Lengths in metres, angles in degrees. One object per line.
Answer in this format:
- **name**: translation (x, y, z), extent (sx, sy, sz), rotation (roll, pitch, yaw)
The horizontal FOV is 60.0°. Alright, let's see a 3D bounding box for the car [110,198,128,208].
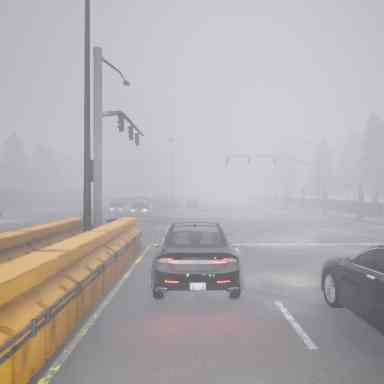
- **car**: translation (-10.651, 1.547, 49.236), extent (2.033, 1.411, 5.357), rotation (0, 0, 0)

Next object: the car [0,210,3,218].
- **car**: translation (-17.182, 1.564, 25.978), extent (4.181, 1.385, 1.994), rotation (0, 0, -9)

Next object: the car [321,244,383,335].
- **car**: translation (3.596, 1.505, 5.027), extent (1.837, 1.490, 4.892), rotation (0, 0, 0)

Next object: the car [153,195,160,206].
- **car**: translation (-7.149, 1.547, 56.022), extent (2.033, 1.411, 5.357), rotation (0, 0, 0)

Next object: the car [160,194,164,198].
- **car**: translation (-7.108, 1.526, 65.836), extent (1.812, 1.442, 4.674), rotation (0, 0, 0)

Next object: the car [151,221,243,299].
- **car**: translation (0.075, 1.492, 8.440), extent (2.128, 1.511, 4.902), rotation (0, 0, -1)

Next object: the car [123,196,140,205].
- **car**: translation (-10.641, 1.491, 59.022), extent (2.128, 1.511, 4.902), rotation (0, 0, 0)

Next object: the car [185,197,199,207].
- **car**: translation (0.068, 1.525, 51.299), extent (1.812, 1.442, 4.674), rotation (0, 0, 0)

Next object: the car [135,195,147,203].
- **car**: translation (-10.575, 1.478, 69.111), extent (1.882, 1.535, 5.008), rotation (0, 0, 0)

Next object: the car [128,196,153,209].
- **car**: translation (-7.149, 1.352, 46.548), extent (2.097, 1.767, 4.553), rotation (0, 0, 0)

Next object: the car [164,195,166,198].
- **car**: translation (-7.083, 1.355, 75.811), extent (2.097, 1.767, 4.553), rotation (0, 0, 0)
